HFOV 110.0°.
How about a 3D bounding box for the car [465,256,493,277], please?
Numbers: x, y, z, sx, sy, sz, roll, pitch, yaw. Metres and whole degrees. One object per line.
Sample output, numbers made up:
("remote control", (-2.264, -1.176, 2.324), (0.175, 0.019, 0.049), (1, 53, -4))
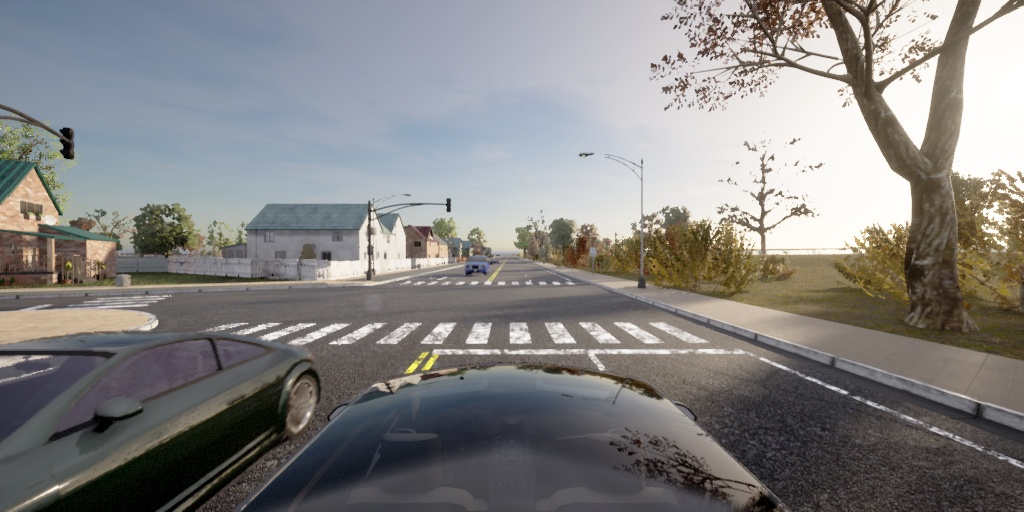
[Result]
("car", (-3.446, 0.985, 36.321), (2.150, 2.045, 5.566), (0, 0, 0))

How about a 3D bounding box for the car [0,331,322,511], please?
("car", (-3.252, 1.317, 2.569), (1.994, 1.385, 4.181), (0, 0, 0))
